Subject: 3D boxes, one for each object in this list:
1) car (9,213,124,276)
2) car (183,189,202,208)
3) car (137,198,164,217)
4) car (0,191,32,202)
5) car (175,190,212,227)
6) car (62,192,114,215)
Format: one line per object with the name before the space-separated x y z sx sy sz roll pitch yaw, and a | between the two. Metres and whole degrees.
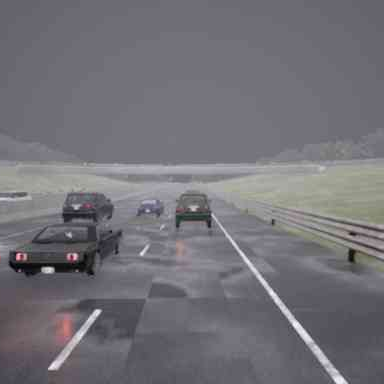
car | -3.403 1.543 10.093 1.895 1.301 4.718 0 0 0
car | 0.088 0.746 40.012 2.150 2.045 5.566 0 1 0
car | -3.408 1.246 27.863 1.812 1.442 4.674 0 1 0
car | -17.548 0.886 31.963 2.150 2.045 5.566 0 1 0
car | 0.093 1.030 21.229 2.150 2.045 5.566 0 1 0
car | -6.895 1.012 22.568 2.150 2.045 5.566 0 1 0
